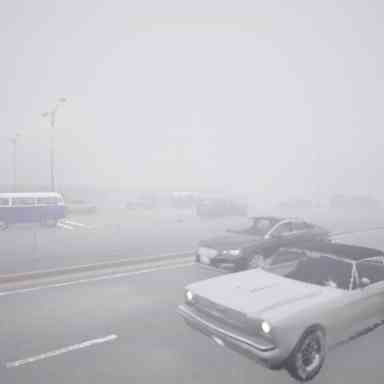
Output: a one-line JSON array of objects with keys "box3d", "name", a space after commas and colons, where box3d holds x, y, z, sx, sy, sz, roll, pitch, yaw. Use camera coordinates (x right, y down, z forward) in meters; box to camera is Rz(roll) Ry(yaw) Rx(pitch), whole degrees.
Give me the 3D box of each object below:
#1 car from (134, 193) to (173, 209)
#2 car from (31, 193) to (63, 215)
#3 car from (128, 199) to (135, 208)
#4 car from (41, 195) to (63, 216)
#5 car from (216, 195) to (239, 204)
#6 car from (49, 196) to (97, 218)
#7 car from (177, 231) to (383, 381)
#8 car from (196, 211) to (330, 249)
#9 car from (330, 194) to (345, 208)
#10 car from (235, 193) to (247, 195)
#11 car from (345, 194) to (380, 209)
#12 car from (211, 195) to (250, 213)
[{"box3d": [-5.697, 1.153, 49.631, 4.605, 1.855, 1.932, 0, 0, -36], "name": "car"}, {"box3d": [-14.522, 1.153, 36.223, 4.605, 1.855, 1.932, 0, 0, -36], "name": "car"}, {"box3d": [-7.365, 1.364, 52.000, 3.905, 1.438, 1.784, 0, 0, -36], "name": "car"}, {"box3d": [-12.889, 1.364, 34.093, 3.905, 1.438, 1.784, 0, 0, -36], "name": "car"}, {"box3d": [6.680, 1.395, 62.384, 3.806, 1.475, 1.970, 0, 0, -36], "name": "car"}, {"box3d": [-11.171, 1.395, 31.763, 3.806, 1.475, 1.970, 0, 0, -36], "name": "car"}, {"box3d": [2.115, 1.601, 5.589, 4.718, 1.301, 1.895, 0, 0, -37], "name": "car"}, {"box3d": [2.303, 1.491, 10.083, 4.902, 1.511, 2.128, 0, 0, -37], "name": "car"}, {"box3d": [20.069, 1.156, 44.278, 3.866, 1.878, 1.905, 0, 0, -36], "name": "car"}, {"box3d": [8.390, 1.156, 60.048, 3.866, 1.878, 1.905, 0, 0, -36], "name": "car"}, {"box3d": [21.743, 1.153, 41.916, 4.605, 1.855, 1.932, 0, 0, -36], "name": "car"}, {"box3d": [4.406, 1.395, 36.086, 3.806, 1.475, 1.970, 0, 0, -36], "name": "car"}]
